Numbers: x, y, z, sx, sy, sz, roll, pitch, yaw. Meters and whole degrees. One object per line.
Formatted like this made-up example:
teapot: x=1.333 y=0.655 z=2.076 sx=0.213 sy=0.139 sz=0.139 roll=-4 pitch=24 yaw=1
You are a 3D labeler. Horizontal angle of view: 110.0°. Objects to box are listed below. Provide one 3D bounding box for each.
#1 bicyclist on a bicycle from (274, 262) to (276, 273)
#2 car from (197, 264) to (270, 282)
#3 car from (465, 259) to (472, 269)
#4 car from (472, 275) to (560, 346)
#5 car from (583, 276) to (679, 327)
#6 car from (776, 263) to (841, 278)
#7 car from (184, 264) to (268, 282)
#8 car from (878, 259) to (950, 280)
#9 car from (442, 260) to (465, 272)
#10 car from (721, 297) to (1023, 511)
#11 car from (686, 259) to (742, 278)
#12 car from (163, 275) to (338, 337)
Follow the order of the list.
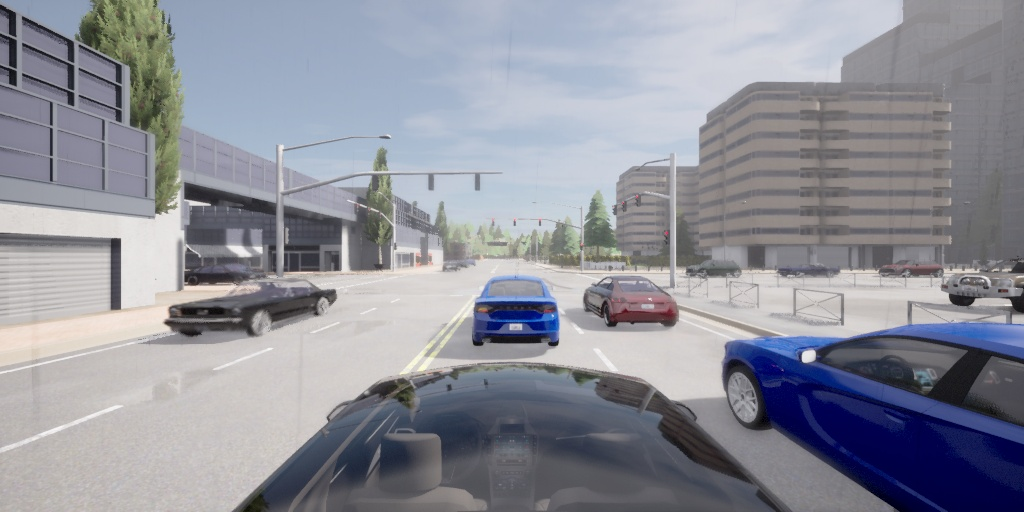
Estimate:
bicyclist on a bicycle: x=-25.833 y=1.053 z=39.649 sx=0.582 sy=1.620 sz=1.656 roll=0 pitch=0 yaw=-1
car: x=-21.815 y=1.314 z=28.218 sx=4.181 sy=1.385 sz=1.994 roll=0 pitch=0 yaw=-1
car: x=-7.976 y=1.314 z=56.801 sx=1.994 sy=1.385 sz=4.181 roll=0 pitch=0 yaw=-1
car: x=0.096 y=1.228 z=9.429 sx=1.882 sy=1.535 sz=5.008 roll=0 pitch=0 yaw=0
car: x=3.604 y=1.314 z=11.560 sx=1.994 sy=1.385 sz=4.181 roll=0 pitch=0 yaw=0
car: x=27.679 y=1.351 z=33.575 sx=4.718 sy=1.301 sz=1.895 roll=0 pitch=0 yaw=-1
car: x=-19.935 y=1.297 z=24.744 sx=5.357 sy=1.411 sz=2.033 roll=0 pitch=0 yaw=-1
car: x=37.476 y=1.102 z=33.760 sx=4.553 sy=1.767 sz=2.097 roll=0 pitch=0 yaw=-1
car: x=-7.840 y=1.242 z=46.823 sx=2.128 sy=1.511 sz=4.902 roll=0 pitch=0 yaw=0
car: x=3.603 y=1.228 z=2.576 sx=1.882 sy=1.535 sz=5.008 roll=0 pitch=0 yaw=0
car: x=18.692 y=1.102 z=33.391 sx=4.553 sy=1.767 sz=2.097 roll=0 pitch=0 yaw=-1
car: x=-7.069 y=1.351 z=10.385 sx=1.895 sy=1.301 sz=4.718 roll=0 pitch=0 yaw=0
